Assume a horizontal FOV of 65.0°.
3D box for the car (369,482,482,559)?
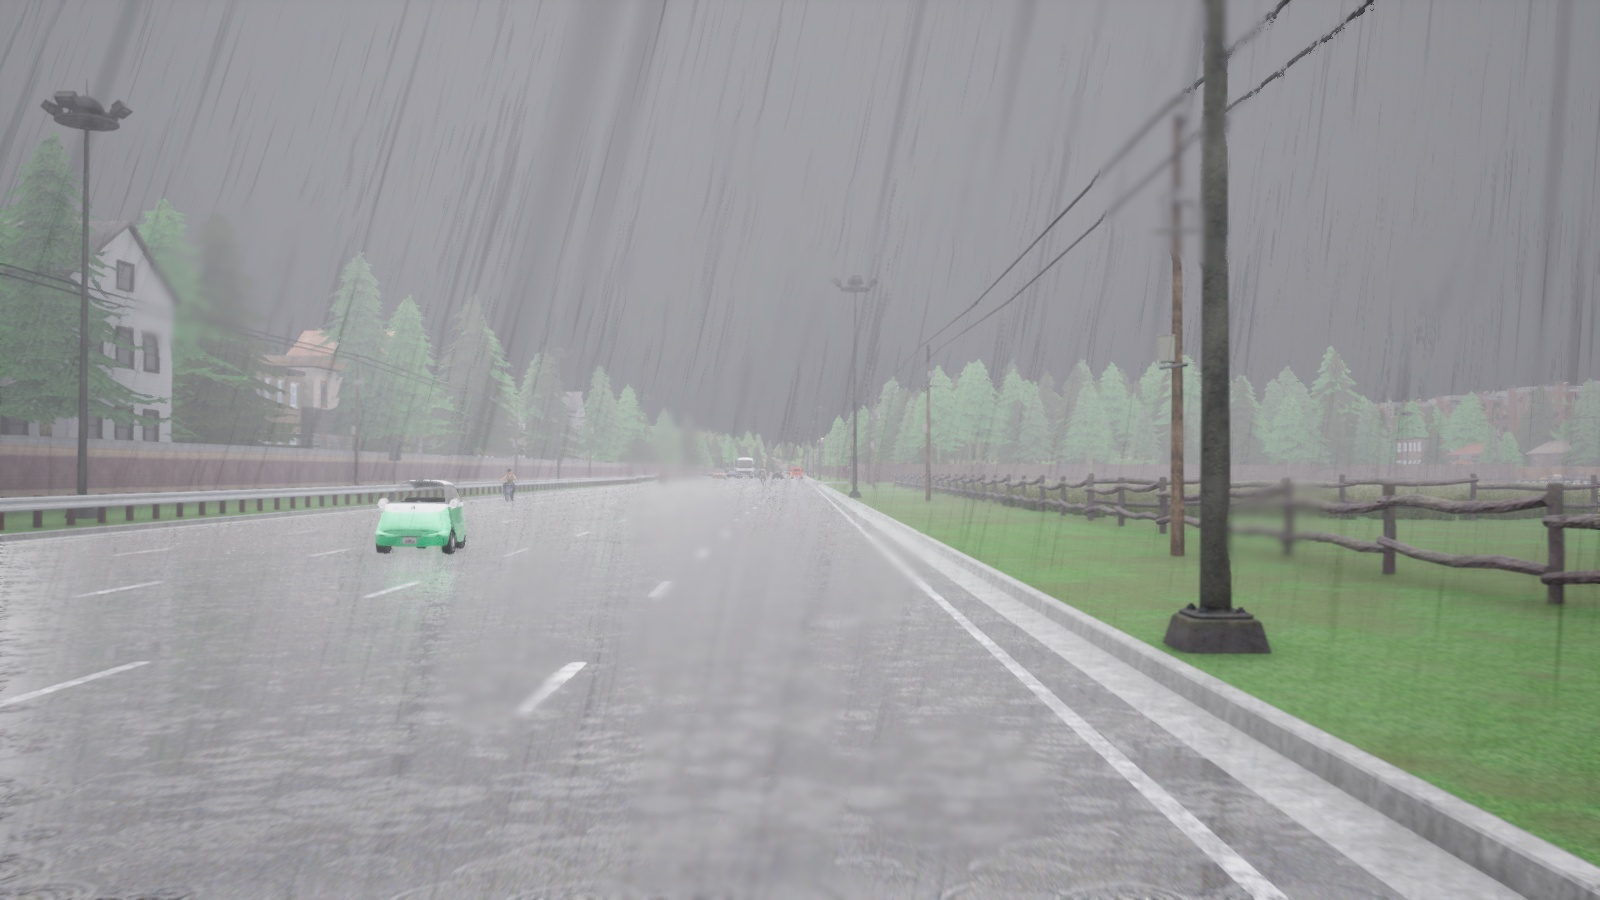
[{"bbox_3d":[-7.057,1.297,23.824,1.481,1.376,2.207,0,-1,0],"label":"car"}]
